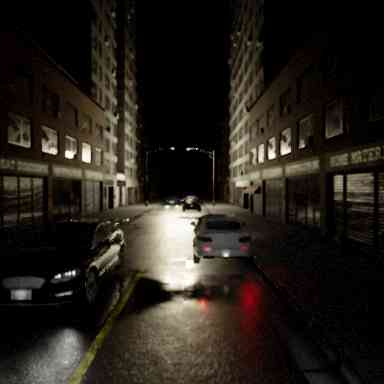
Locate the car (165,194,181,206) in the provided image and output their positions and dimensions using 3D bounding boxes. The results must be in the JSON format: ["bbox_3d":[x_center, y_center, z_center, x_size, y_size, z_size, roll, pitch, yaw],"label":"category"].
[{"bbox_3d":[-2.978,1.297,51.007,1.812,1.442,4.674,0,0,0],"label":"car"}]

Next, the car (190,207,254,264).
[{"bbox_3d":[0.930,1.467,11.484,1.812,1.442,4.674,0,0,0],"label":"car"}]

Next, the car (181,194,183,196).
[{"bbox_3d":[-0.137,1.273,48.198,2.128,1.511,4.902,0,0,0],"label":"car"}]

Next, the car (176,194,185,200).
[{"bbox_3d":[-3.007,1.205,86.139,2.033,1.411,5.357,0,0,0],"label":"car"}]

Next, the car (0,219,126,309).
[{"bbox_3d":[-2.872,1.448,8.028,2.128,1.511,4.902,0,0,0],"label":"car"}]

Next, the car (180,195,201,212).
[{"bbox_3d":[-0.046,1.391,36.461,1.994,1.385,4.181,0,0,-1],"label":"car"}]
